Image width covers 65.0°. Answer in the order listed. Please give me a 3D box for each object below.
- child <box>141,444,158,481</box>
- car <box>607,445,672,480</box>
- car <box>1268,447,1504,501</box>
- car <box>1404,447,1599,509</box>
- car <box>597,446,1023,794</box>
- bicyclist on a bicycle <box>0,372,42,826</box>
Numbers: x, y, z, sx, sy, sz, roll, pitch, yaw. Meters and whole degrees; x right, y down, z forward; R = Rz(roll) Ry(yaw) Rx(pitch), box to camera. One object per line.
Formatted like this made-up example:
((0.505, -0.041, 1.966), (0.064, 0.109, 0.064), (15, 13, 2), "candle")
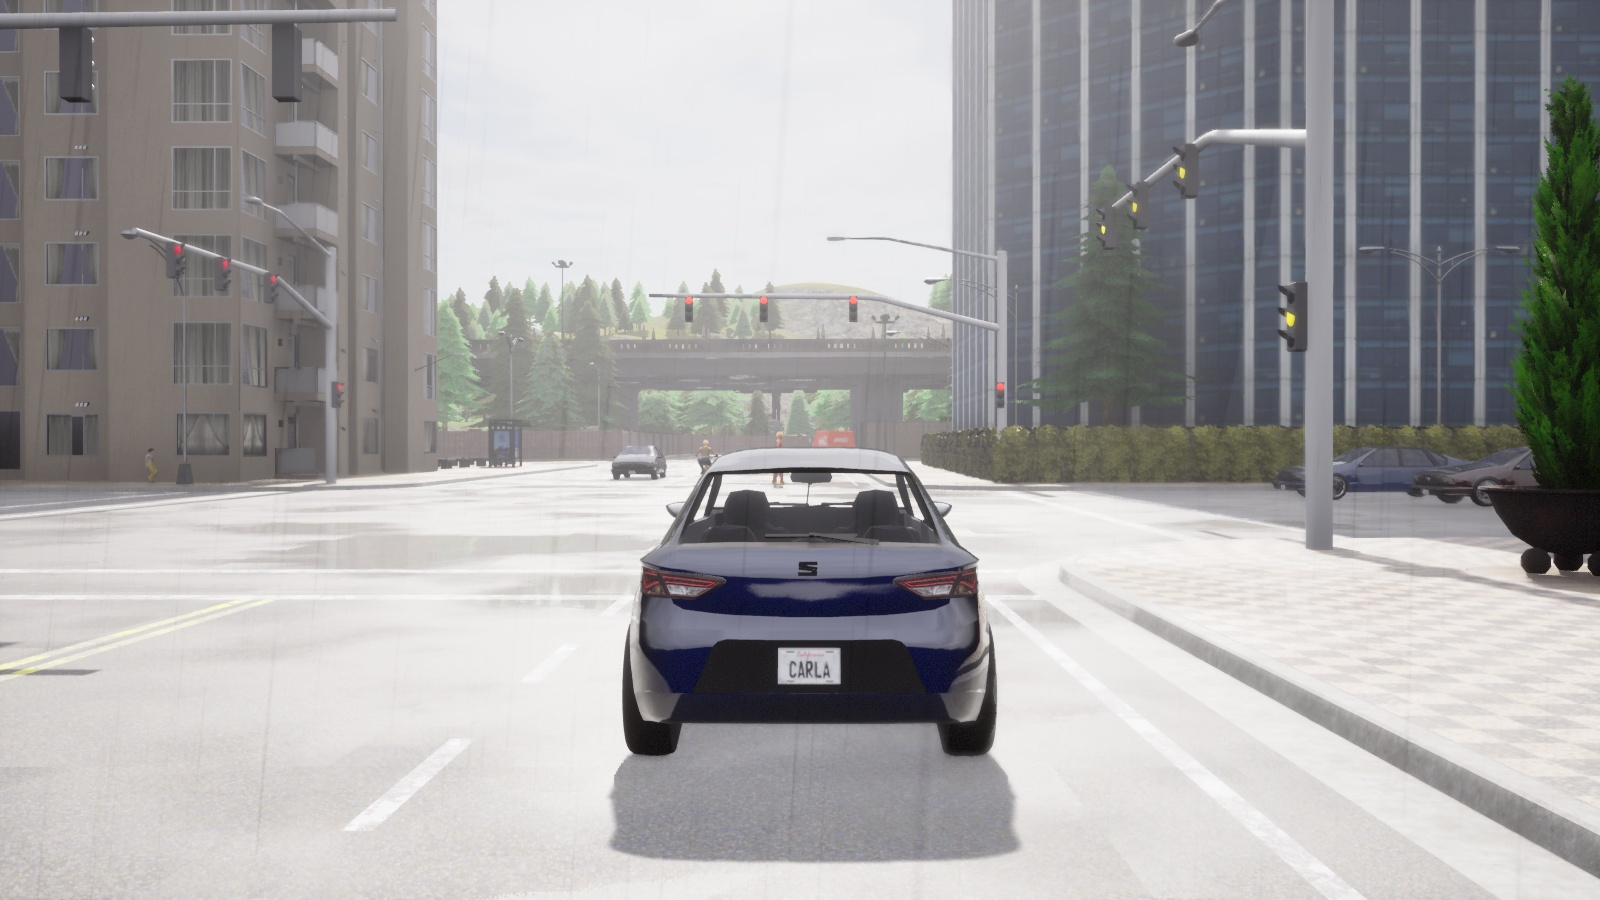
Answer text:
((-22.011, 0.427, 42.499), (0.437, 1.263, 0.270), (0, 0, 1), "child")
((-6.708, 0.490, 52.943), (2.033, 1.411, 5.357), (0, 0, 0), "car")
((15.528, 0.617, 33.483), (5.357, 1.411, 2.033), (0, 0, 0), "car")
((17.599, 0.639, 29.991), (5.357, 1.411, 2.033), (0, 0, 0), "car")
((0.054, 0.718, 7.450), (1.816, 1.474, 4.193), (0, 0, 0), "car")
((-3.463, 0.590, 4.253), (0.659, 1.776, 1.843), (0, 1, 0), "bicyclist on a bicycle")
